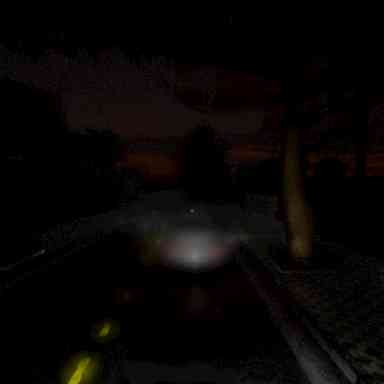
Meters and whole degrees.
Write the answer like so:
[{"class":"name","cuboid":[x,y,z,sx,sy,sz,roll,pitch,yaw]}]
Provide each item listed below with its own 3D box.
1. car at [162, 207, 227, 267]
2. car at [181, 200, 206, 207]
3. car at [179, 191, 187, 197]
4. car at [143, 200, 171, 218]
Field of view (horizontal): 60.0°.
[{"class":"car","cuboid":[0.091,1.423,10.839,1.812,1.442,4.674,0,1,0]},{"class":"car","cuboid":[0.097,1.321,25.114,1.994,1.385,4.181,0,1,0]},{"class":"car","cuboid":[-2.408,0.508,90.745,1.837,1.490,4.892,0,1,3]},{"class":"car","cuboid":[-2.811,1.335,27.357,1.895,1.301,4.718,0,1,0]}]
